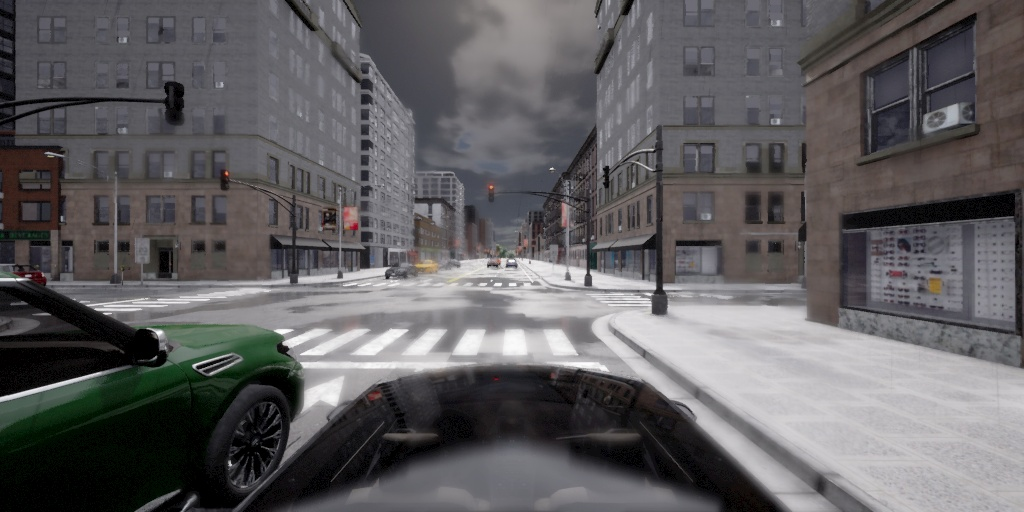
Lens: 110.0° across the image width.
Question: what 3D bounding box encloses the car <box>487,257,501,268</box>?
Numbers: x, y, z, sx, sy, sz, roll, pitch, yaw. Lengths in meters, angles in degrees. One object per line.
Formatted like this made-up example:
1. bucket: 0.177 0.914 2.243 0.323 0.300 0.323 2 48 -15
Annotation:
1. car: -3.303 1.349 61.876 1.895 1.301 4.718 0 0 0

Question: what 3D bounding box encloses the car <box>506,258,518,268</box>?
1. car: -0.053 1.312 61.849 1.994 1.385 4.181 0 0 0

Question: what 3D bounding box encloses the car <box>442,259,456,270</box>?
1. car: -9.885 1.242 51.437 2.128 1.511 4.902 0 0 0

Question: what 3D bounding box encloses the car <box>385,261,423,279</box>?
1. car: -9.872 1.279 32.428 1.812 1.442 4.674 0 0 2

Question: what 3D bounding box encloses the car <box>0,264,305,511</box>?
1. car: -3.148 0.971 1.216 2.150 2.045 5.566 0 0 0

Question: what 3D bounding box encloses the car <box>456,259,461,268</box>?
1. car: -9.853 1.273 61.455 1.812 1.442 4.674 0 0 0

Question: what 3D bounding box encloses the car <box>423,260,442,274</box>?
1. car: -9.879 1.230 41.625 1.882 1.535 5.008 0 0 0
